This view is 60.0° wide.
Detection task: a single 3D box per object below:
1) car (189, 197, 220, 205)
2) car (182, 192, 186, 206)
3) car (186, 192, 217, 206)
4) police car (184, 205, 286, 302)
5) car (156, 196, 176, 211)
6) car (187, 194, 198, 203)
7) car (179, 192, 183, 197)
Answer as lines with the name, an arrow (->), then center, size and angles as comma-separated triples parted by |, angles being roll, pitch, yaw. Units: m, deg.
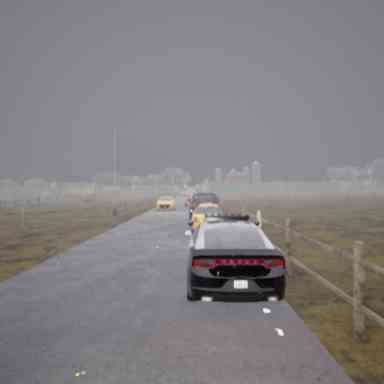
car -> 0.862, 1.313, 18.367 | 1.801, 1.575, 5.366 | 0, 0, 0
car -> 0.113, 1.014, 45.419 | 2.097, 1.767, 4.553 | 0, 1, 1
car -> 0.875, 1.038, 24.206 | 2.150, 2.045, 5.566 | 0, 0, 0
police car -> 0.842, 1.359, 8.287 | 1.930, 1.638, 5.238 | 0, 0, 0
car -> -2.775, 1.204, 36.186 | 1.882, 1.535, 5.008 | 0, 0, 0
car -> 0.119, 1.087, 58.427 | 1.812, 1.442, 4.674 | 0, 0, 0
car -> -2.558, 0.676, 94.467 | 1.882, 1.535, 5.008 | 0, 1, 0
